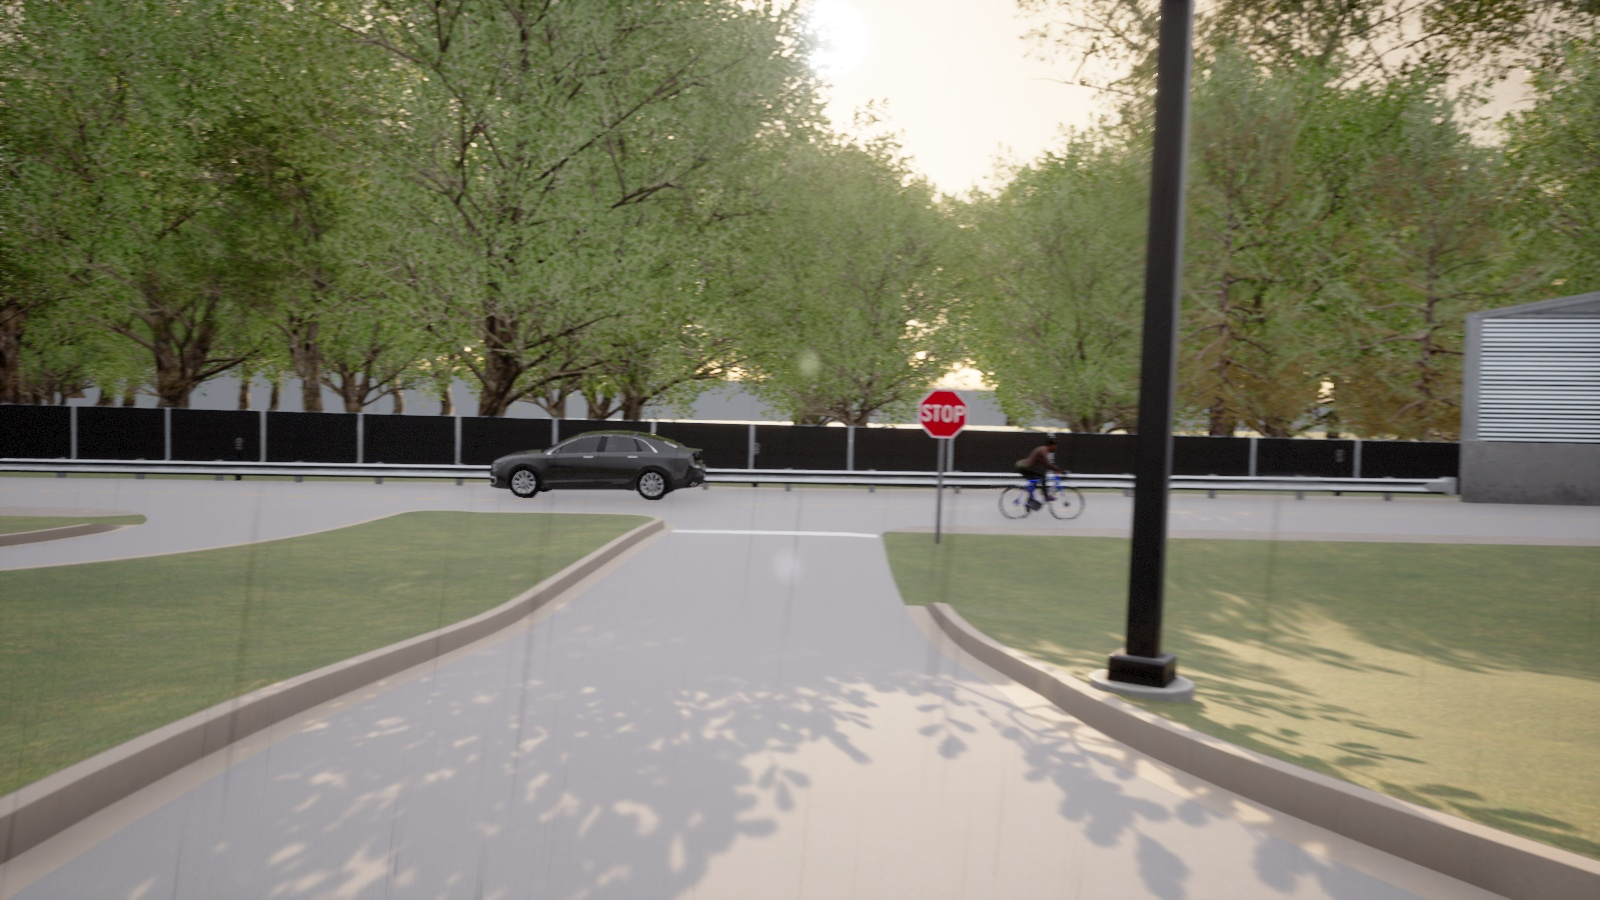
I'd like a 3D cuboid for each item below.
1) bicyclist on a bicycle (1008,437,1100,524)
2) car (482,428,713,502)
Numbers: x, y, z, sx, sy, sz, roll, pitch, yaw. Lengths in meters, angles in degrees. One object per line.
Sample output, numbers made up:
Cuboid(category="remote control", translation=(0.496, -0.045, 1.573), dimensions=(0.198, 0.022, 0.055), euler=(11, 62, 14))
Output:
Cuboid(category="bicyclist on a bicycle", translation=(4.942, 0.591, 24.519), dimensions=(1.656, 1.620, 0.582), euler=(1, 3, 4))
Cuboid(category="car", translation=(-4.538, 0.305, 28.589), dimensions=(4.892, 1.490, 1.837), euler=(1, 3, 3))
